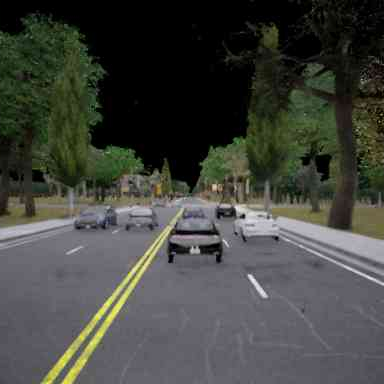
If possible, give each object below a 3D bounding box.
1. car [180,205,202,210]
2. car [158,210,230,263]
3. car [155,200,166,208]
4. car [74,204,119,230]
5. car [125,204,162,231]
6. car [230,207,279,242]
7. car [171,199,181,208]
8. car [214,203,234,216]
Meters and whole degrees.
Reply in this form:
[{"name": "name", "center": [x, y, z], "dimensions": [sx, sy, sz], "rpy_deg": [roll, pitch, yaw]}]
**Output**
[{"name": "car", "center": [0.111, 1.990, 30.847], "dimensions": [1.895, 1.301, 4.718], "rpy_deg": [0, -1, 0]}, {"name": "car", "center": [0.100, 1.646, 12.684], "dimensions": [2.128, 1.511, 4.902], "rpy_deg": [0, -1, 0]}, {"name": "car", "center": [-6.467, 2.341, 68.385], "dimensions": [2.097, 1.767, 4.553], "rpy_deg": [0, -1, 0]}, {"name": "car", "center": [-6.590, 1.642, 23.264], "dimensions": [2.097, 1.767, 4.553], "rpy_deg": [0, -1, 0]}, {"name": "car", "center": [-3.332, 1.810, 22.839], "dimensions": [1.812, 1.442, 4.674], "rpy_deg": [0, -1, 0]}, {"name": "car", "center": [3.356, 1.745, 17.797], "dimensions": [1.812, 1.442, 4.674], "rpy_deg": [0, -1, 0]}, {"name": "car", "center": [-3.219, 2.584, 68.178], "dimensions": [1.895, 1.301, 4.718], "rpy_deg": [0, -1, 0]}, {"name": "car", "center": [3.364, 1.907, 33.962], "dimensions": [1.882, 1.535, 5.008], "rpy_deg": [0, -1, 0]}]
